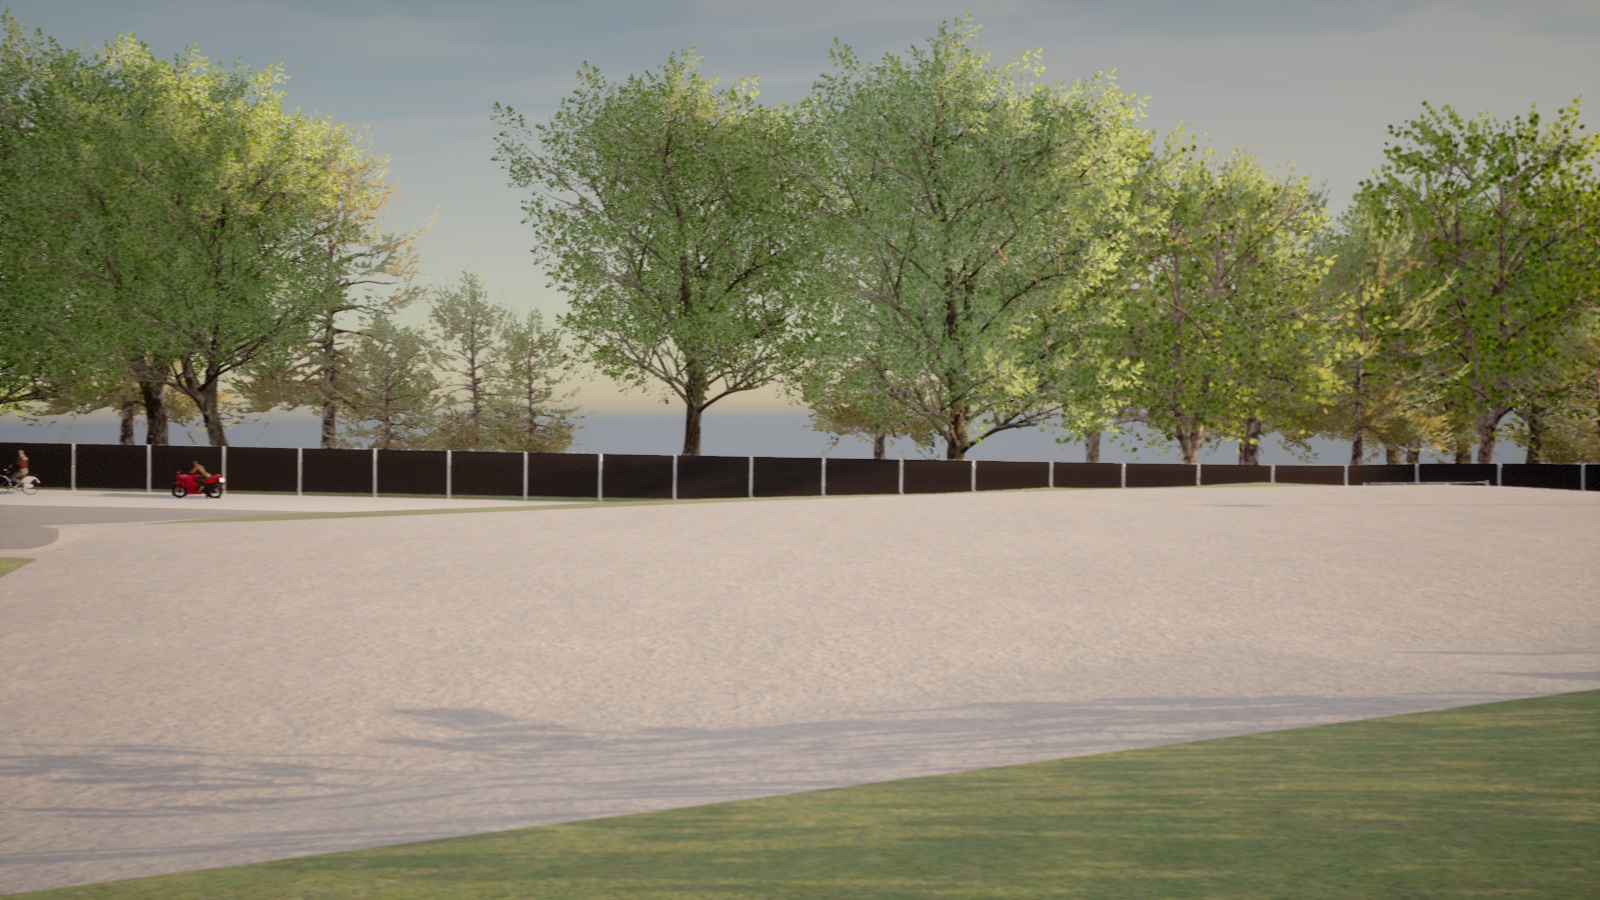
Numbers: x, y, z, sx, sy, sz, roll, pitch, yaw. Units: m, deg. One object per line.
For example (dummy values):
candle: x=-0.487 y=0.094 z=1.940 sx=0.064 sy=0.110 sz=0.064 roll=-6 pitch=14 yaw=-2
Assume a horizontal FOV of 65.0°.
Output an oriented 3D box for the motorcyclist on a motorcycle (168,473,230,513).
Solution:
motorcyclist on a motorcycle: x=-23.505 y=1.664 z=49.122 sx=2.044 sy=1.523 sz=0.797 roll=0 pitch=2 yaw=-1

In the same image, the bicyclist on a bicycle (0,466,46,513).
bicyclist on a bicycle: x=-30.679 y=1.543 z=49.211 sx=1.843 sy=1.776 sz=0.659 roll=0 pitch=2 yaw=2
